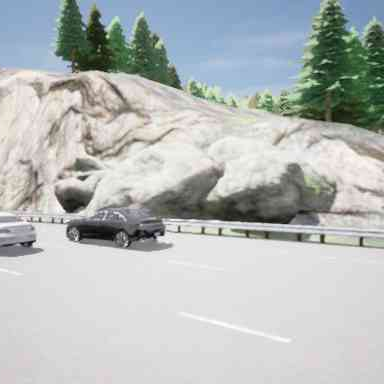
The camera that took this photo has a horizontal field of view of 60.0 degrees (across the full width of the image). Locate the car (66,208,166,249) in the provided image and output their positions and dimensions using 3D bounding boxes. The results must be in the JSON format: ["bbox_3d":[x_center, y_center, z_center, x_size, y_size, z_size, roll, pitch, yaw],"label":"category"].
[{"bbox_3d":[-3.422,1.474,14.468,4.902,1.511,2.128,0,0,32],"label":"car"}]

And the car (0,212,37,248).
[{"bbox_3d":[-8.133,1.517,13.257,4.674,1.442,1.812,0,0,31],"label":"car"}]
